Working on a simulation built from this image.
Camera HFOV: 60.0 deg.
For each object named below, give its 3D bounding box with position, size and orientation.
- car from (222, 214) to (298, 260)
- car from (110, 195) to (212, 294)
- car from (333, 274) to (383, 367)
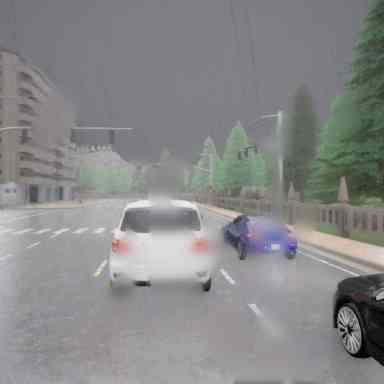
[{"bbox_3d":[2.342,1.526,12.363,1.812,1.442,4.674,0,0,-6],"label":"car"},{"bbox_3d":[-0.802,1.221,9.003,2.150,2.045,5.566,0,0,-5],"label":"car"},{"bbox_3d":[3.120,1.492,3.135,2.128,1.511,4.902,0,0,-3],"label":"car"}]
